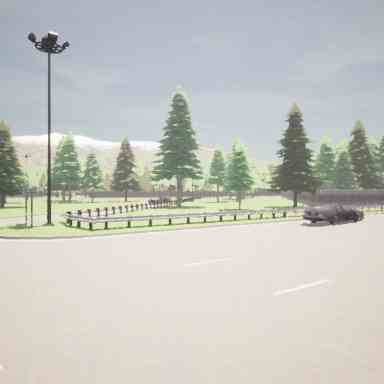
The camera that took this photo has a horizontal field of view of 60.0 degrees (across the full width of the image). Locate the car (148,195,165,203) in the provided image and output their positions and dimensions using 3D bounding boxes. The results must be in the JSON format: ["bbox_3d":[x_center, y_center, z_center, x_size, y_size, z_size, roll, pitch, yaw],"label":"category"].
[{"bbox_3d":[-6.601,1.600,59.945,1.895,1.301,4.718,0,0,5],"label":"car"}]

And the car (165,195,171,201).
[{"bbox_3d":[-5.655,1.351,69.765,2.097,1.767,4.553,0,0,5],"label":"car"}]

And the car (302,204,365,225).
[{"bbox_3d":[10.209,1.547,23.893,5.357,1.411,2.033,0,0,-35],"label":"car"}]
